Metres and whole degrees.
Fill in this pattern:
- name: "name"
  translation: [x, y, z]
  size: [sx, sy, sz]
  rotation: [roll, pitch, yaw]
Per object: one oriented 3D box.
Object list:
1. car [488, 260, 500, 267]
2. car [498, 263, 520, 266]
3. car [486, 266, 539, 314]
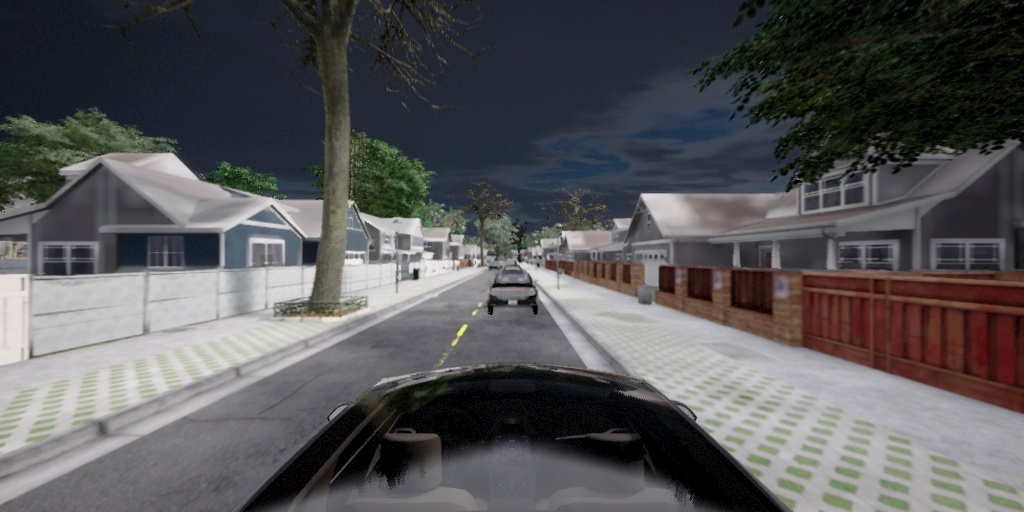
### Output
- name: "car"
  translation: [-2.811, 1.520, 59.502]
  size: [2.097, 1.767, 4.553]
  rotation: [0, 0, 1]
- name: "car"
  translation: [0.042, 1.465, 29.261]
  size: [1.837, 1.490, 4.892]
  rotation: [0, 0, 0]
- name: "car"
  translation: [0.043, 1.338, 14.246]
  size: [2.128, 1.511, 4.902]
  rotation: [0, 0, 0]
